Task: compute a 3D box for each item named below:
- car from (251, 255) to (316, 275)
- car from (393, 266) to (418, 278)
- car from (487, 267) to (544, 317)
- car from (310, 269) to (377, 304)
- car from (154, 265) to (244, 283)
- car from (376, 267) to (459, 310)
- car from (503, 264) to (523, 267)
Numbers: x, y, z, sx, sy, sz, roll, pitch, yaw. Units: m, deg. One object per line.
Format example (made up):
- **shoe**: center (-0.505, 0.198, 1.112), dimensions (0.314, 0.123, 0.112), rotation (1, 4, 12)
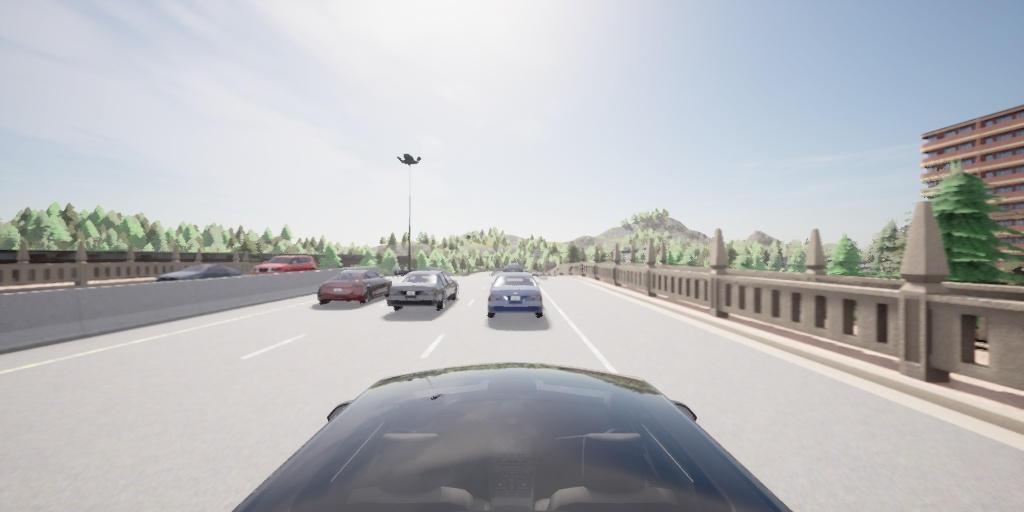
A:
- **car**: center (-17.579, 0.971, 28.024), dimensions (2.150, 2.045, 5.566), rotation (0, 0, 0)
- **car**: center (-14.006, 2.160, 47.350), dimensions (1.895, 1.301, 4.718), rotation (0, -5, 0)
- **car**: center (0.101, 1.298, 13.141), dimensions (2.033, 1.411, 5.357), rotation (0, 0, 0)
- **car**: center (-6.899, 1.314, 16.211), dimensions (1.994, 1.385, 4.181), rotation (0, 0, 0)
- **car**: center (-21.077, 1.299, 24.583), dimensions (2.033, 1.411, 5.357), rotation (0, 0, 0)
- **car**: center (-3.398, 1.298, 14.552), dimensions (2.033, 1.411, 5.357), rotation (0, 0, 0)
- **car**: center (0.104, 1.437, 35.414), dimensions (1.994, 1.385, 4.181), rotation (0, -2, 0)
